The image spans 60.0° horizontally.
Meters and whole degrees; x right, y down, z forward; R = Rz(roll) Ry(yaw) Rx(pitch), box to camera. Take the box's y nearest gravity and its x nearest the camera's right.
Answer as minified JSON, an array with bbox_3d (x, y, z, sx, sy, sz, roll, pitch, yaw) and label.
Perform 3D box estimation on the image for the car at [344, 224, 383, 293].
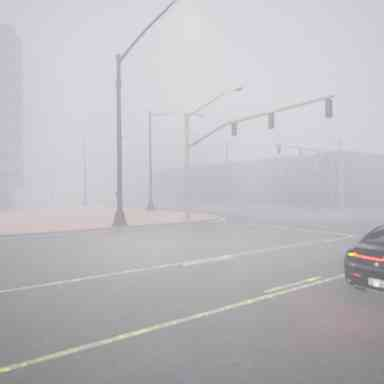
[{"bbox_3d":[5.427,1.432,7.611,4.892,1.490,1.837,-1,0,-35],"label":"car"}]
